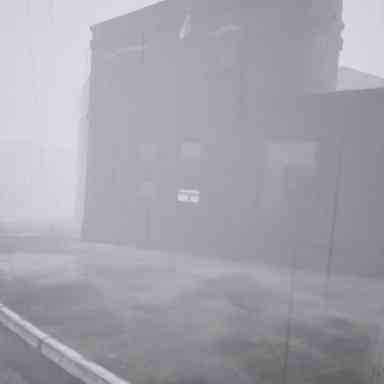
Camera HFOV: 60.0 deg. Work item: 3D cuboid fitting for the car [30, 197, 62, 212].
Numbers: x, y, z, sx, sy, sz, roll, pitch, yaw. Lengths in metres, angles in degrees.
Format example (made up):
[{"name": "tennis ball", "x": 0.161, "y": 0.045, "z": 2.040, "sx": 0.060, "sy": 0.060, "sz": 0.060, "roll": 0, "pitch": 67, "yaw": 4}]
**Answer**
[{"name": "car", "x": -22.177, "y": 1.862, "z": 50.981, "sx": 2.150, "sy": 2.045, "sz": 5.566, "roll": 4, "pitch": -1, "yaw": 12}]
